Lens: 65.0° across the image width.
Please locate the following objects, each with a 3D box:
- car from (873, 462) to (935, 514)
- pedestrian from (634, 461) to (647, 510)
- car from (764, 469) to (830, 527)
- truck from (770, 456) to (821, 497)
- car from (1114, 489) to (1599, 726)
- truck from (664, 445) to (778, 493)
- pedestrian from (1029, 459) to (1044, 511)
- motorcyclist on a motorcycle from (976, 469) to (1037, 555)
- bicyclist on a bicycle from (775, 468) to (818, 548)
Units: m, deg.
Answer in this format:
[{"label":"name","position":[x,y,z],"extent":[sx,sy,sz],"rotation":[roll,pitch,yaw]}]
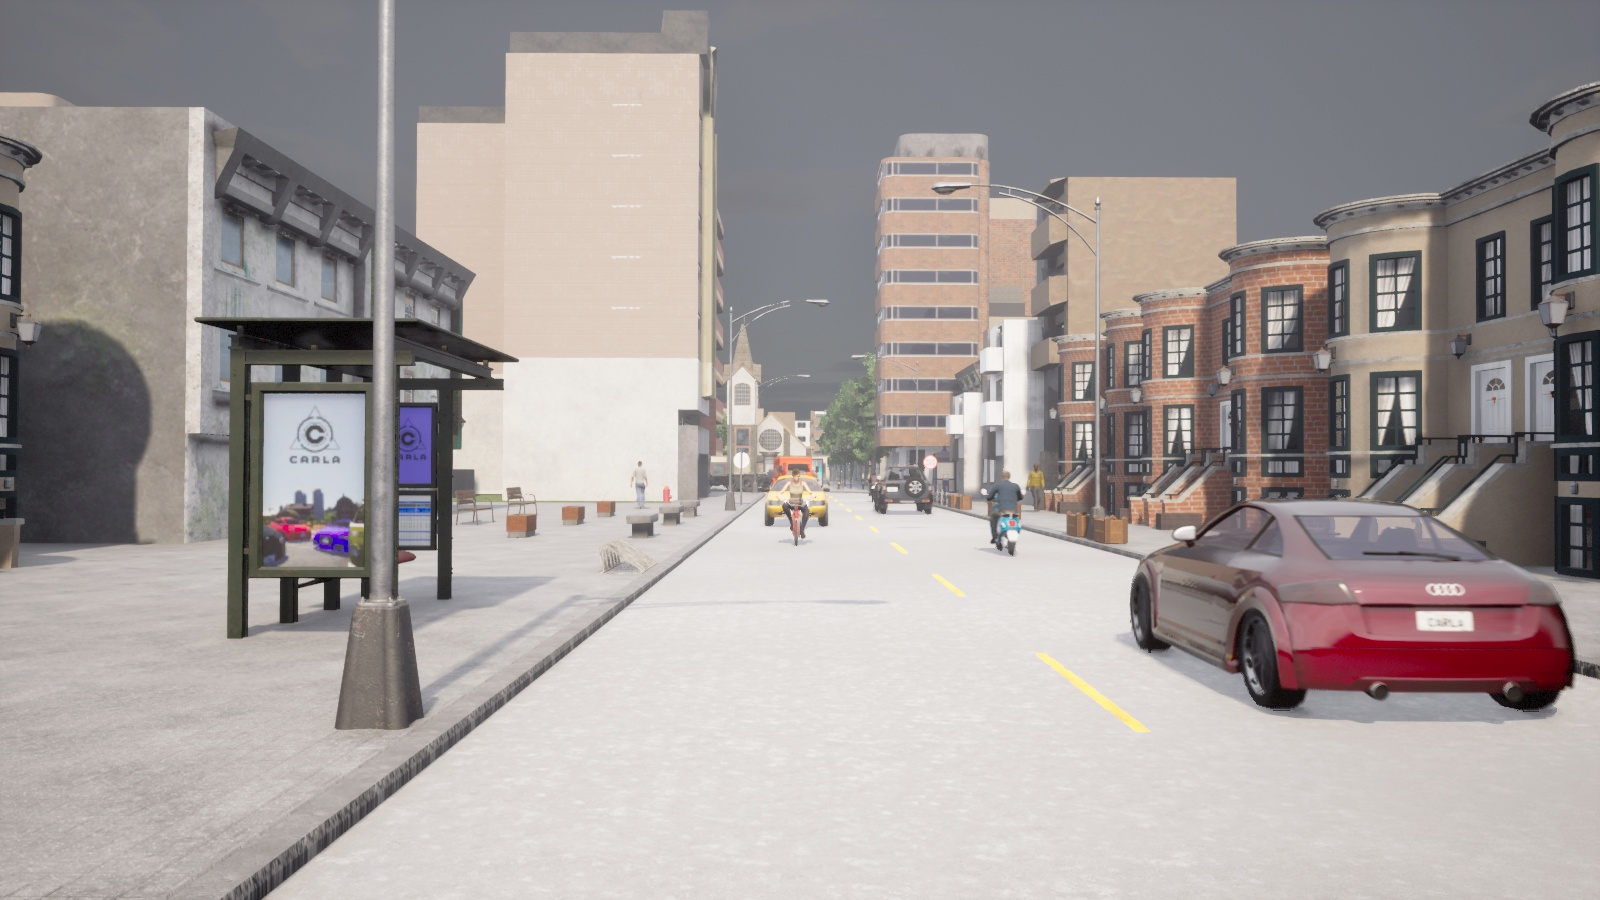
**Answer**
[{"label":"car","position":[3.865,1.411,47.447],"extent":[1.932,1.855,4.605],"rotation":[0,-1,0]},{"label":"pedestrian","position":[-5.989,1.338,47.175],"extent":[0.354,1.836,0.706],"rotation":[0,-1,1]},{"label":"car","position":[-0.093,1.377,37.012],"extent":[1.801,1.575,5.366],"rotation":[0,-1,0]},{"label":"truck","position":[-0.337,1.667,79.866],"extent":[2.627,2.467,5.204],"rotation":[0,-1,-7]},{"label":"car","position":[3.976,1.026,9.780],"extent":[1.994,1.385,4.181],"rotation":[0,-1,0]},{"label":"truck","position":[-5.862,1.413,92.871],"extent":[7.936,3.462,2.891],"rotation":[-1,-1,21]},{"label":"pedestrian","position":[8.441,1.242,44.844],"extent":[0.370,1.835,0.726],"rotation":[0,-1,0]},{"label":"motorcyclist on a motorcycle","position":[3.941,1.156,24.080],"extent":[0.866,1.590,1.817],"rotation":[0,-1,0]},{"label":"bicyclist on a bicycle","position":[-0.069,1.193,26.352],"extent":[0.866,1.612,1.509],"rotation":[0,-1,0]}]
